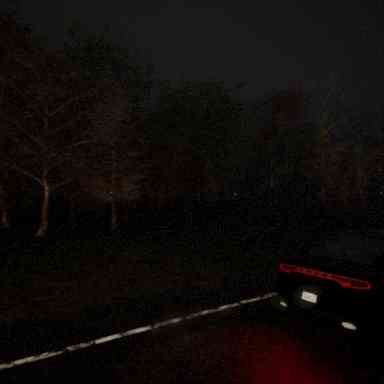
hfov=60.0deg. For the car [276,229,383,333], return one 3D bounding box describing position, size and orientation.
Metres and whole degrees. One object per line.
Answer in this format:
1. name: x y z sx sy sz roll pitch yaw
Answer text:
1. car: 3.833 1.477 6.608 5.008 1.535 1.882 0 0 -36
